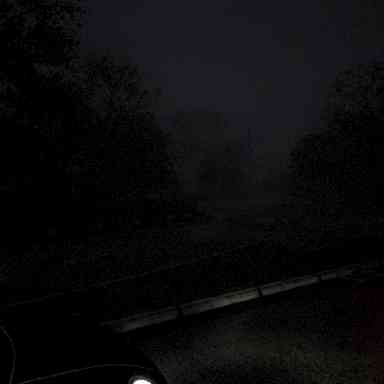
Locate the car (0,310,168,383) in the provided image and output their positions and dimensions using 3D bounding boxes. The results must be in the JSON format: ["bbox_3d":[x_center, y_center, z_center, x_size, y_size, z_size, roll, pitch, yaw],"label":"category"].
[{"bbox_3d":[-2.233,1.353,1.719,4.553,1.767,2.097,0,0,-35],"label":"car"}]
